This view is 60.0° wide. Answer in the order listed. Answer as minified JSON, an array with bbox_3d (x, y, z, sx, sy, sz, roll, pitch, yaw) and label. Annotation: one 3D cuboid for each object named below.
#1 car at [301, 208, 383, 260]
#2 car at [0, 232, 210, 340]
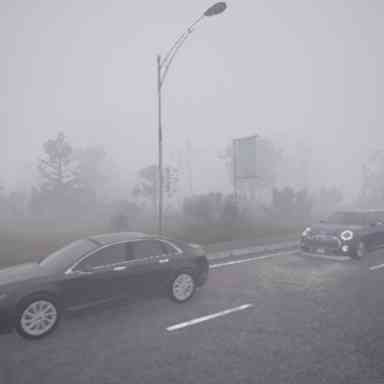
[{"bbox_3d":[6.336,1.490,13.153,4.553,1.767,2.097,0,-1,-37],"label":"car"},{"bbox_3d":[-1.832,1.667,6.985,4.892,1.490,1.837,0,-1,-37],"label":"car"}]
